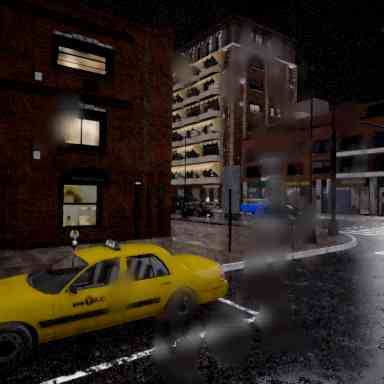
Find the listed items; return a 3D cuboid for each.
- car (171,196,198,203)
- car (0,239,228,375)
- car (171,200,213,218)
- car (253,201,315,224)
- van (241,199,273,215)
[{"bbox_3d":[-0.516,1.484,37.547,2.150,2.045,5.566,1,-1,-35],"label":"car"},{"bbox_3d":[-1.595,1.526,5.572,4.829,1.417,1.752,0,1,-35],"label":"car"},{"bbox_3d":[0.231,1.732,31.886,1.947,1.339,4.313,1,-1,-35],"label":"car"},{"bbox_3d":[7.325,1.654,26.181,1.812,1.442,4.674,1,-1,-35],"label":"car"},{"bbox_3d":[7.129,1.657,36.645,1.690,1.788,3.998,1,-1,-35],"label":"van"}]
